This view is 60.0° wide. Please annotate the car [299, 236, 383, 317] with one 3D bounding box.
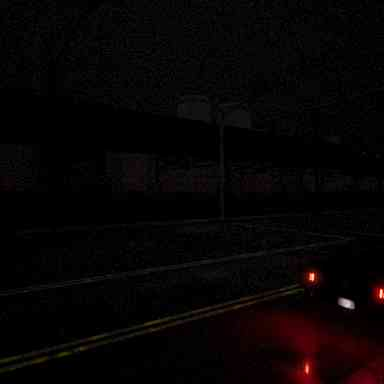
[{"bbox_3d":[4.439,1.601,6.919,4.718,1.301,1.895,0,0,-35],"label":"car"}]
